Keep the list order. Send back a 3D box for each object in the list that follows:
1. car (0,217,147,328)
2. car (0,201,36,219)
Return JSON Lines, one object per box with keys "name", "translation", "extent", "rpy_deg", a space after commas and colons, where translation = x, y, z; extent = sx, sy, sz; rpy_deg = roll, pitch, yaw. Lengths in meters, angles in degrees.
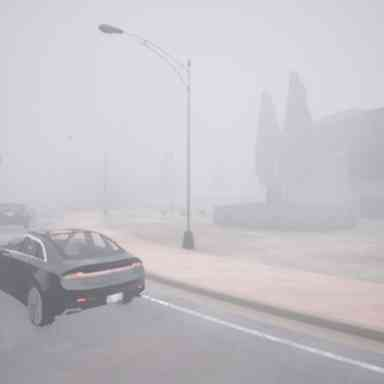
{"name": "car", "translation": [-2.969, 1.539, 7.215], "extent": [2.128, 1.511, 4.902], "rpy_deg": [1, -1, -44]}
{"name": "car", "translation": [-12.028, 1.481, 22.736], "extent": [2.097, 1.767, 4.553], "rpy_deg": [1, 0, -19]}
